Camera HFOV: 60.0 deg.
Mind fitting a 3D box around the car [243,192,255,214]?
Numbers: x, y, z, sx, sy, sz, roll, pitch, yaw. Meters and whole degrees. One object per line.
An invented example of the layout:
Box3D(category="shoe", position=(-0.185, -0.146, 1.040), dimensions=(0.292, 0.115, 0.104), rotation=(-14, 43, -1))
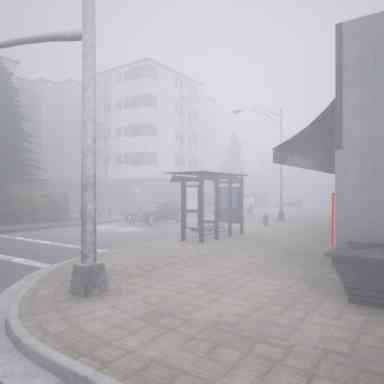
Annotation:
Box3D(category="car", position=(3.849, 1.042, 30.853), dimensions=(2.150, 2.045, 5.566), rotation=(0, 0, 36))

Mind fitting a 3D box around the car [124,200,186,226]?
Box3D(category="car", position=(-2.368, 1.325, 22.203), dimensions=(1.837, 1.490, 4.892), rotation=(0, 0, 36))

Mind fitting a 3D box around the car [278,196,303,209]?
Box3D(category="car", position=(12.812, 1.302, 43.193), dimensions=(1.882, 1.535, 5.008), rotation=(0, 0, 36))
